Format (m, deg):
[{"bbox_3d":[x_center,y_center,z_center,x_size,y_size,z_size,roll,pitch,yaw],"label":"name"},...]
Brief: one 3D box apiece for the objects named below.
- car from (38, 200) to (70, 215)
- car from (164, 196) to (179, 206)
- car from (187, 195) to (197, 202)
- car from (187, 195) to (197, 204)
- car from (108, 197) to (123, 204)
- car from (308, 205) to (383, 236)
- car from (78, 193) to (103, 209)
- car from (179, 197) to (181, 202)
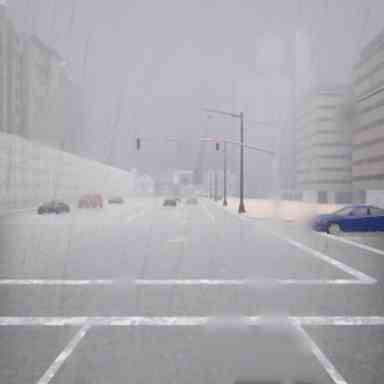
[{"bbox_3d":[-14.101,1.561,34.113,1.994,1.385,4.181,0,0,0],"label":"car"},{"bbox_3d":[-3.424,1.521,52.782,1.812,1.442,4.674,0,0,0],"label":"car"},{"bbox_3d":[-0.015,1.421,73.777,2.033,1.411,5.357,0,0,0],"label":"car"},{"bbox_3d":[-0.013,1.472,63.359,1.882,1.535,5.008,0,0,0],"label":"car"},{"bbox_3d":[-14.042,1.542,61.481,2.033,1.411,5.357,0,0,0],"label":"car"},{"bbox_3d":[8.839,1.476,17.906,5.008,1.535,1.882,0,0,-1],"label":"car"},{"bbox_3d":[-14.093,1.215,46.415,2.150,2.045,5.566,0,0,0],"label":"car"},{"bbox_3d":[-3.515,1.589,74.596,1.895,1.301,4.718,0,0,0],"label":"car"}]
